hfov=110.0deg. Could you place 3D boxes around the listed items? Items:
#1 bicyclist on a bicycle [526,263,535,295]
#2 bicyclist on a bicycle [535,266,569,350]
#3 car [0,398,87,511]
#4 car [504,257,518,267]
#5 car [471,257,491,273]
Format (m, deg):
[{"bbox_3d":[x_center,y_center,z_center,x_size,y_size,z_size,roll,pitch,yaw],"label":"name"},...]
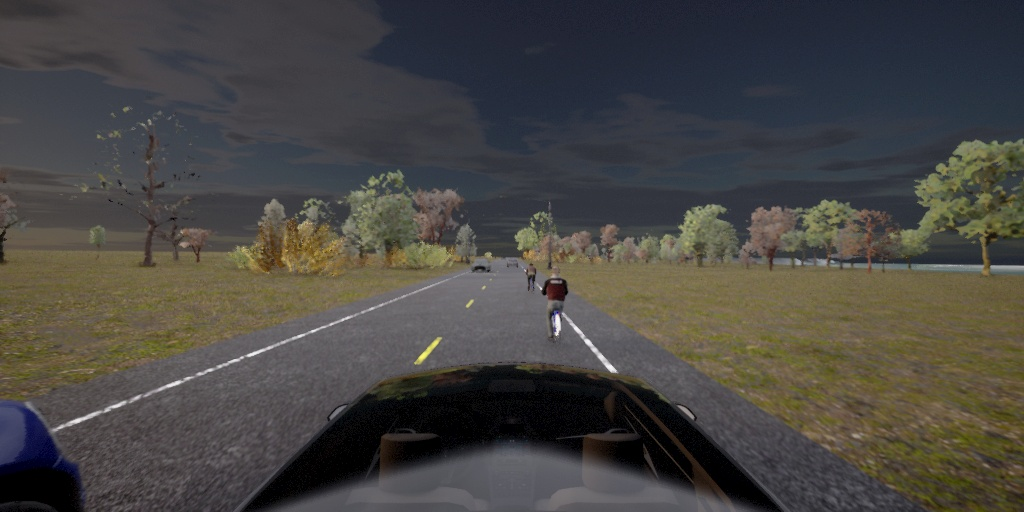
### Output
[{"bbox_3d":[0.961,1.174,17.759,0.582,1.620,1.656,0,0,0],"label":"bicyclist on a bicycle"},{"bbox_3d":[0.962,1.109,8.136,0.659,1.776,1.843,0,0,0],"label":"bicyclist on a bicycle"},{"bbox_3d":[-3.600,1.105,0.113,2.097,1.767,4.553,0,0,0],"label":"car"},{"bbox_3d":[0.096,1.134,61.433,2.128,1.511,4.902,0,0,0],"label":"car"},{"bbox_3d":[-3.600,1.028,42.346,2.097,1.767,4.553,0,0,0],"label":"car"}]
